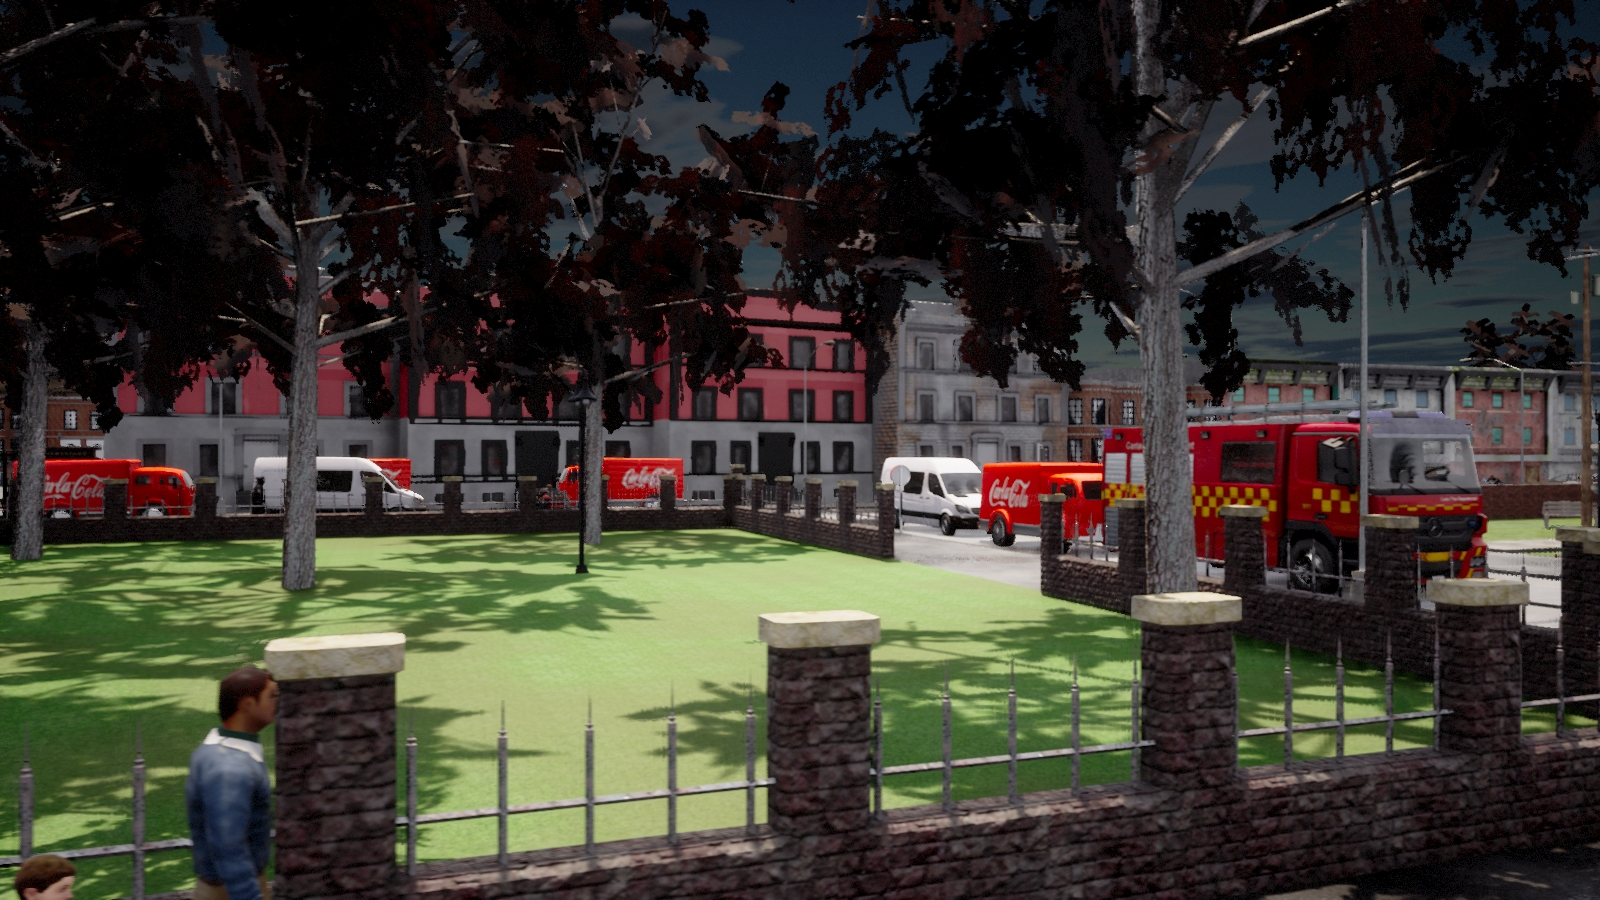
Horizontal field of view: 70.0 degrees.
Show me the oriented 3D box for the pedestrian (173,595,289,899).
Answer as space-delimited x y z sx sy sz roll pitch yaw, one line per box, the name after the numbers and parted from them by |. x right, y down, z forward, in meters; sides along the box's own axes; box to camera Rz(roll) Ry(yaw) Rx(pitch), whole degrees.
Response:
-2.223 1.526 4.457 0.375 1.860 0.375 0 0 -31 | pedestrian

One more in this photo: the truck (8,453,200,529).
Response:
-23.681 1.338 39.173 5.204 2.467 2.627 0 0 -20 | truck

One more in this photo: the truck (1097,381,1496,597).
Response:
10.149 0.694 24.745 2.891 3.827 8.468 0 0 -20 | truck

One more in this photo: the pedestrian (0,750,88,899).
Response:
-2.842 1.805 4.149 0.375 1.300 0.375 0 0 -22 | pedestrian

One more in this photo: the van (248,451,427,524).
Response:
-16.749 1.314 41.697 5.915 2.561 1.988 0 0 -20 | van

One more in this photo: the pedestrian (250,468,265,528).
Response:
-17.280 1.522 36.389 0.375 1.860 0.375 0 0 -20 | pedestrian

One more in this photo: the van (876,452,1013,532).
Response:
4.891 1.338 39.727 1.988 2.561 5.915 0 0 -23 | van

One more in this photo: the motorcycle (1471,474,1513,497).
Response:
40.313 2.061 66.542 2.209 1.251 0.867 0 0 -20 | motorcycle

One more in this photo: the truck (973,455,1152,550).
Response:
7.359 1.373 32.676 2.627 2.467 5.204 0 0 -19 | truck

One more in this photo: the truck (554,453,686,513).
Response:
-7.775 1.361 49.182 5.204 2.467 2.627 0 0 -20 | truck
